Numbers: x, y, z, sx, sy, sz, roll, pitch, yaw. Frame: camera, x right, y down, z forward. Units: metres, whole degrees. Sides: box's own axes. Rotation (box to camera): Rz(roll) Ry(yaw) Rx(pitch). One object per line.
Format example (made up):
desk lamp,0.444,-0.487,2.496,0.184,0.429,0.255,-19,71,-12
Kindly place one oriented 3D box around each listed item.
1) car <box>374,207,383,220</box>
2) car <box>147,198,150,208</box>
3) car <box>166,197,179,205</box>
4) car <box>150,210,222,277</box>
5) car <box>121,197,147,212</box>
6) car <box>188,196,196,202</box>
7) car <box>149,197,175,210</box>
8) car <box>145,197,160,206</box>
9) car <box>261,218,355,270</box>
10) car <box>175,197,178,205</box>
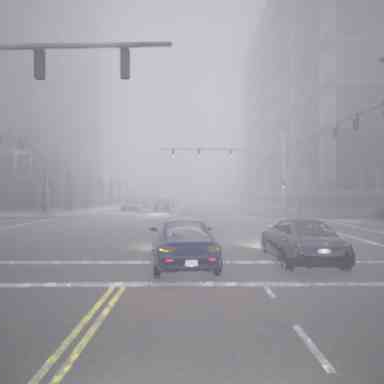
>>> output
car,16.710,1.461,25.657,5.008,1.535,1.882,0,0,0
car,-7.073,1.580,49.296,1.837,1.490,4.892,0,0,0
car,-3.490,1.656,60.370,1.994,1.385,4.181,0,0,0
car,-0.295,1.524,10.246,1.812,1.442,4.674,0,0,-7
car,-7.091,1.608,39.562,2.033,1.411,5.357,0,0,0
car,0.013,1.672,78.430,1.994,1.385,4.181,0,0,0
car,-3.589,1.554,40.776,2.128,1.511,4.902,0,0,0
car,-6.994,1.639,59.744,2.033,1.411,5.357,0,0,0
car,3.598,1.561,11.029,1.994,1.385,4.181,0,0,0
car,-3.567,1.554,50.367,1.882,1.535,5.008,0,0,0
